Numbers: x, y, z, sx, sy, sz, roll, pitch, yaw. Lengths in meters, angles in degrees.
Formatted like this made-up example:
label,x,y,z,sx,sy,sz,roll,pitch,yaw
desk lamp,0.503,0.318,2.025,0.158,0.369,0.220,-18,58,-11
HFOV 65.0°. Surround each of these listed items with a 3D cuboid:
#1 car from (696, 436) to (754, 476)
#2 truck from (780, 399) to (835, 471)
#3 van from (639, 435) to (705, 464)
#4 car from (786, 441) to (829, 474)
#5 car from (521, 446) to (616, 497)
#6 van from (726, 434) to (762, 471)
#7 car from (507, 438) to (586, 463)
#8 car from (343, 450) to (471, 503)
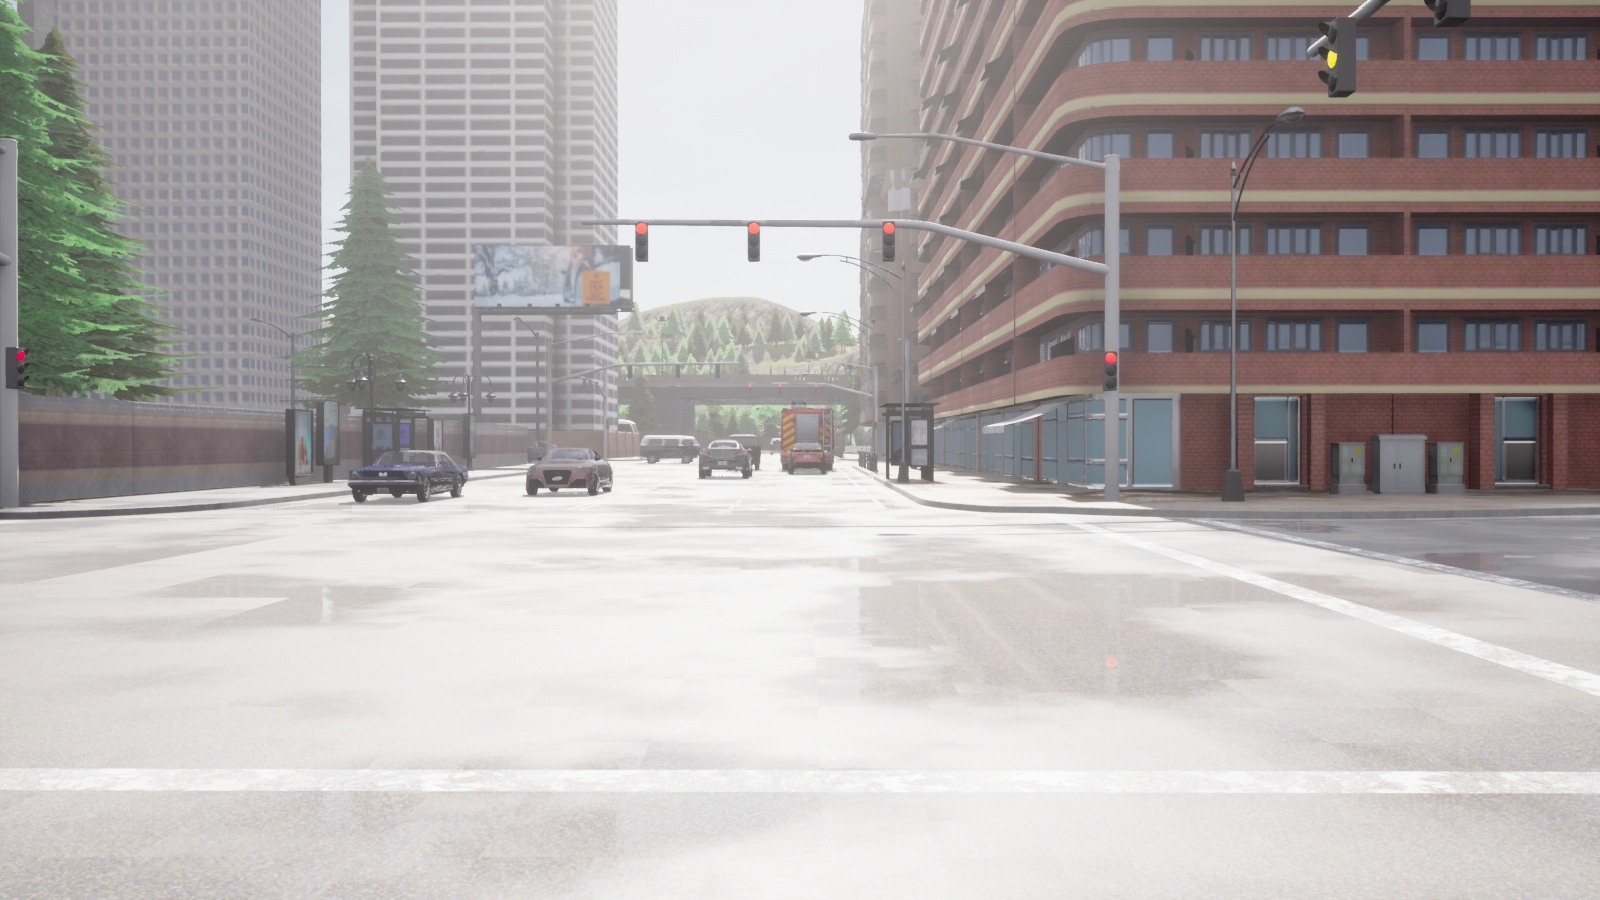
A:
label,x,y,z,sx,sy,sz,roll,pitch,yaw
car,-3.181,0.216,54.241,2.152,1.651,5.027,0,0,0
truck,0.412,-0.817,70.674,2.891,3.827,8.468,0,0,0
van,-9.153,-0.045,89.981,4.480,2.038,2.069,0,0,1
car,0.355,0.351,60.665,2.007,1.525,4.514,0,0,0
car,-6.770,0.595,37.184,1.994,1.385,4.181,0,0,1
van,-3.095,0.104,69.619,1.775,1.987,4.442,0,0,0
car,-17.429,0.022,86.572,5.027,1.651,2.152,0,0,1
car,-10.299,0.651,33.270,1.895,1.301,4.718,0,0,0
